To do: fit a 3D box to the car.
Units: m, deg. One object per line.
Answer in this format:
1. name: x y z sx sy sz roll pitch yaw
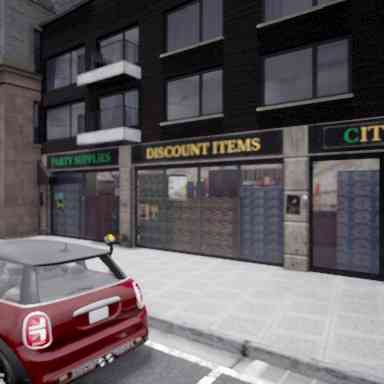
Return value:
1. car: -2.653 1.440 4.963 4.097 1.590 1.967 0 0 35
